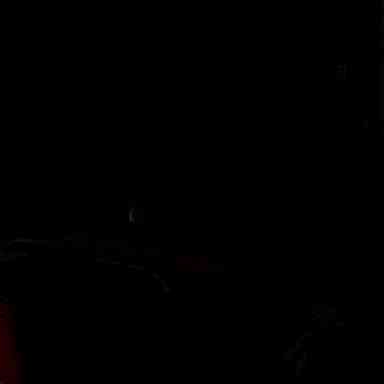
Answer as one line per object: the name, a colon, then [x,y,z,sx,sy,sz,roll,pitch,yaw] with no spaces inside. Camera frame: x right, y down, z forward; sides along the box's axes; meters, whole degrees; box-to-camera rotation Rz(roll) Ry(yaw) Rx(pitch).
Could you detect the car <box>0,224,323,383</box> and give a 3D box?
car: [-1.165,1.318,3.781,5.009,1.841,2.192,0,1,36]
